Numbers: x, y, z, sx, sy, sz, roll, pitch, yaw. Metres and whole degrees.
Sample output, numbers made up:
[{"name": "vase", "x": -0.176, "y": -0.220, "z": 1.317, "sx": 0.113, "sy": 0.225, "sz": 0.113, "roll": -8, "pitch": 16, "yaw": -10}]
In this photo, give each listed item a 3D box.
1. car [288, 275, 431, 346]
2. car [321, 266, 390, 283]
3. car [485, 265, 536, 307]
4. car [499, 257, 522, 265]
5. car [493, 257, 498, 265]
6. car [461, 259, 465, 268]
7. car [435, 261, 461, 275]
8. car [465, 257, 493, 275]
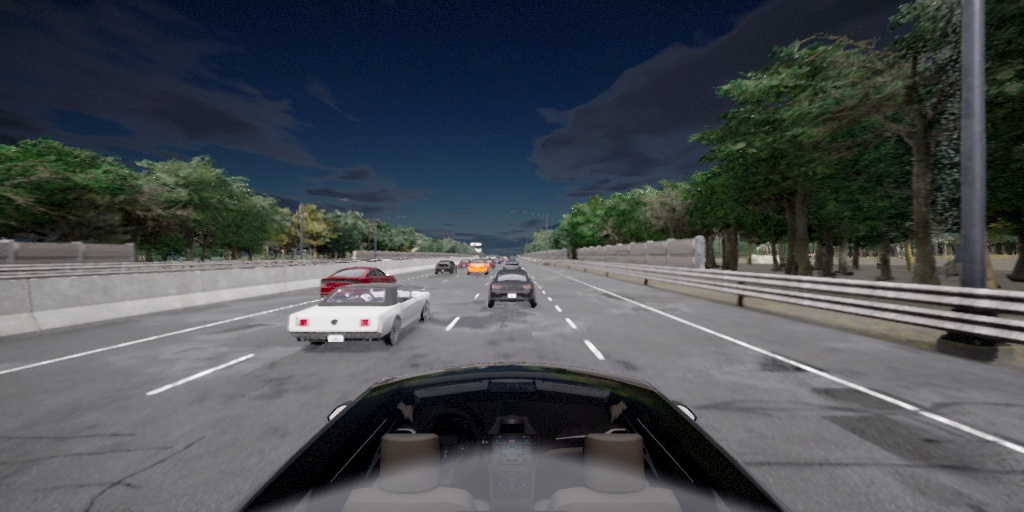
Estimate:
[{"name": "car", "x": -3.499, "y": 1.352, "z": 9.359, "sx": 1.895, "sy": 1.301, "sz": 4.718, "roll": 0, "pitch": 0, "yaw": 0}, {"name": "car", "x": -6.997, "y": 1.226, "z": 16.854, "sx": 1.882, "sy": 1.535, "sz": 5.008, "roll": 0, "pitch": 0, "yaw": 0}, {"name": "car", "x": 0.003, "y": 1.275, "z": 15.336, "sx": 1.812, "sy": 1.442, "sz": 4.674, "roll": 0, "pitch": 0, "yaw": 0}, {"name": "car", "x": 0.007, "y": 1.210, "z": 38.580, "sx": 2.128, "sy": 1.511, "sz": 4.902, "roll": 0, "pitch": 0, "yaw": 0}, {"name": "car", "x": -3.490, "y": 1.216, "z": 54.425, "sx": 1.812, "sy": 1.442, "sz": 4.674, "roll": 0, "pitch": 0, "yaw": 0}, {"name": "car", "x": -6.990, "y": 1.216, "z": 54.425, "sx": 1.812, "sy": 1.442, "sz": 4.674, "roll": 0, "pitch": 0, "yaw": 0}, {"name": "car", "x": -6.993, "y": 1.225, "z": 38.578, "sx": 1.837, "sy": 1.490, "sz": 4.892, "roll": 0, "pitch": 0, "yaw": 0}, {"name": "car", "x": -3.493, "y": 1.071, "z": 38.519, "sx": 2.097, "sy": 1.767, "sz": 4.553, "roll": 0, "pitch": 0, "yaw": 0}]
